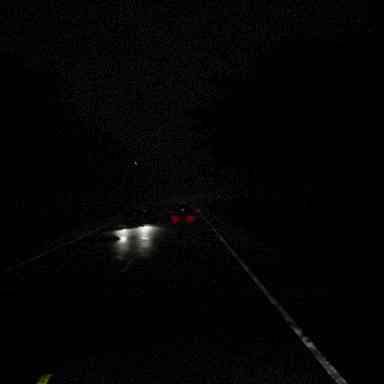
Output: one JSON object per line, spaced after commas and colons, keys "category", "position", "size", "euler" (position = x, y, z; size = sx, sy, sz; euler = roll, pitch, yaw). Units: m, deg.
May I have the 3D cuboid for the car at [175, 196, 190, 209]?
{"category": "car", "position": [-1.241, 1.402, 45.597], "size": [1.882, 1.535, 5.008], "euler": [-1, 0, -1]}

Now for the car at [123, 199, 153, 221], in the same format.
{"category": "car", "position": [-4.223, 1.292, 26.445], "size": [1.882, 1.535, 5.008], "euler": [-1, 0, -2]}

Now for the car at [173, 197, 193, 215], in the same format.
{"category": "car", "position": [-0.872, 1.443, 32.955], "size": [1.812, 1.442, 4.674], "euler": [-1, 0, -1]}
